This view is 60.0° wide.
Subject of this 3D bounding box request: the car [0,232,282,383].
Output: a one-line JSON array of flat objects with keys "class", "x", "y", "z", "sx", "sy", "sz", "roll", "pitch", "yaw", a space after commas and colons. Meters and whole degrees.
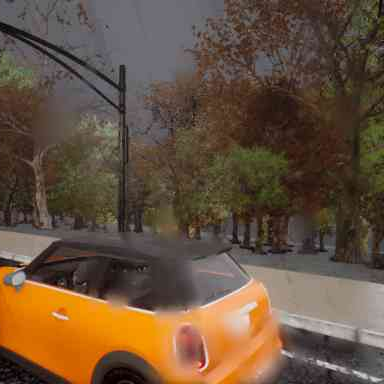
[{"class": "car", "x": -1.223, "y": 1.351, "z": 4.569, "sx": 4.553, "sy": 1.767, "sz": 2.097, "roll": 0, "pitch": 0, "yaw": 36}]
